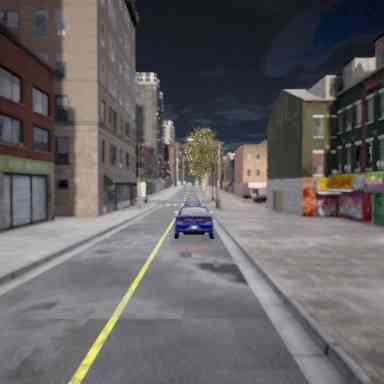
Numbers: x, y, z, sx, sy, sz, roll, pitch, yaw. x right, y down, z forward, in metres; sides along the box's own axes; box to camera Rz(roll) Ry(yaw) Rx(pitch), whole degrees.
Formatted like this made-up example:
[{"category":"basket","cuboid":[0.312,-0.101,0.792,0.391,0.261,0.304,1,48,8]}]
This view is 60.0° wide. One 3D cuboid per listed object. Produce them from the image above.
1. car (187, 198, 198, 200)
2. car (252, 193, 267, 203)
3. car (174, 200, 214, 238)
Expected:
[{"category":"car","cuboid":[0.087,1.362,38.197,1.994,1.385,4.181,0,1,0]},{"category":"car","cuboid":[12.695,0.985,55.578,5.009,1.841,2.192,1,0,0]},{"category":"car","cuboid":[0.092,1.429,17.432,1.882,1.535,5.008,0,0,0]}]
